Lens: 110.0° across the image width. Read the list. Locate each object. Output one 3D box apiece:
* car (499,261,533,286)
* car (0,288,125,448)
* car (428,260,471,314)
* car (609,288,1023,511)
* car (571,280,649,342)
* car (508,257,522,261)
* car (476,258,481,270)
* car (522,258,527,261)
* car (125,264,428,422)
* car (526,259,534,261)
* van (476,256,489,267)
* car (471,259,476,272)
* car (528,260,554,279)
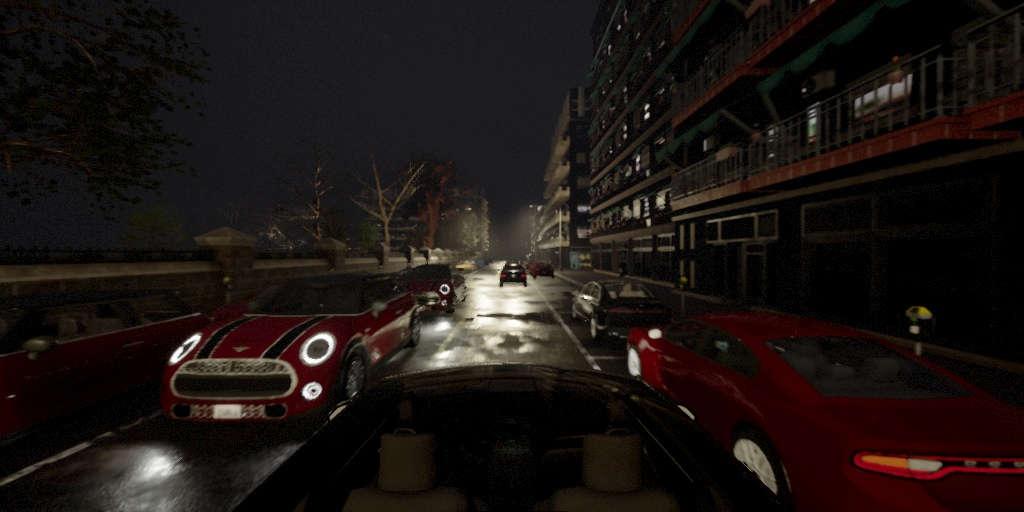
[{"bbox_3d":[0.092,1.269,24.731,2.033,1.411,5.357,0,0,0],"label":"car"},{"bbox_3d":[-5.690,1.187,4.034,1.967,1.591,4.097,0,0,0],"label":"car"},{"bbox_3d":[-3.001,1.087,13.701,2.097,1.767,4.553,0,0,0],"label":"car"},{"bbox_3d":[2.690,1.292,4.034,1.888,1.381,4.507,0,0,0],"label":"car"},{"bbox_3d":[2.690,1.291,9.570,2.007,1.370,4.403,0,0,0],"label":"car"},{"bbox_3d":[0.097,1.176,48.552,1.882,1.535,5.008,0,0,0],"label":"car"},{"bbox_3d":[-5.691,1.249,48.315,2.007,1.370,4.403,0,0,0],"label":"car"},{"bbox_3d":[2.689,1.265,48.316,1.948,1.339,4.313,0,0,0],"label":"car"},{"bbox_3d":[-3.094,1.096,6.145,2.097,1.767,4.553,0,0,0],"label":"car"},{"bbox_3d":[2.690,1.254,37.245,1.888,1.381,4.507,0,0,0],"label":"car"},{"bbox_3d":[-5.692,1.027,64.919,1.690,1.789,3.998,0,0,0],"label":"van"},{"bbox_3d":[-5.691,1.229,42.610,1.751,1.417,4.829,0,0,0],"label":"car"},{"bbox_3d":[2.690,1.259,31.710,1.888,1.381,4.507,0,0,0],"label":"car"}]
